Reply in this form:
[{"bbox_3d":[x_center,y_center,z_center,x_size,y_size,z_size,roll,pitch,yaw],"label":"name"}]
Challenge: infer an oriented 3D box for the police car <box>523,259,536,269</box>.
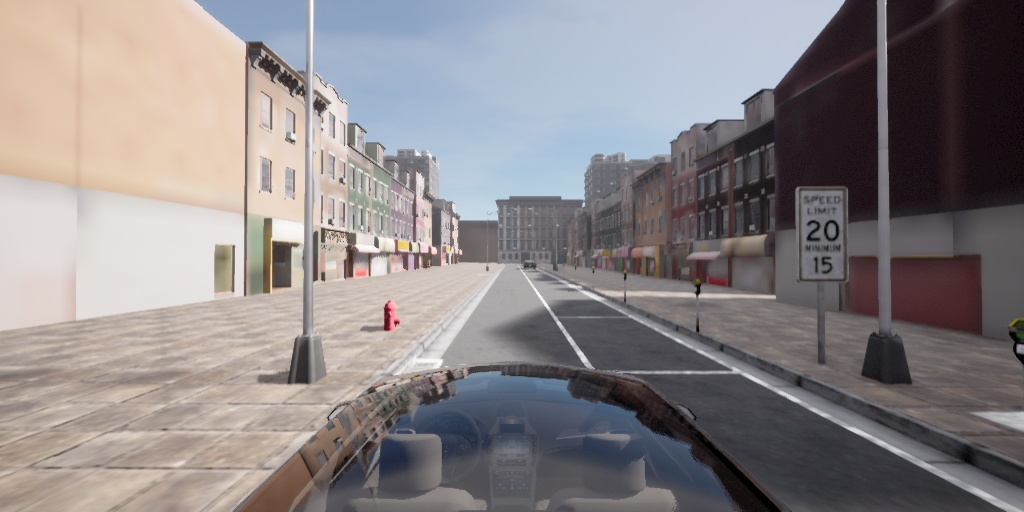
[{"bbox_3d":[2.750,1.253,56.639,1.930,1.638,5.238,0,0,0],"label":"police car"}]
